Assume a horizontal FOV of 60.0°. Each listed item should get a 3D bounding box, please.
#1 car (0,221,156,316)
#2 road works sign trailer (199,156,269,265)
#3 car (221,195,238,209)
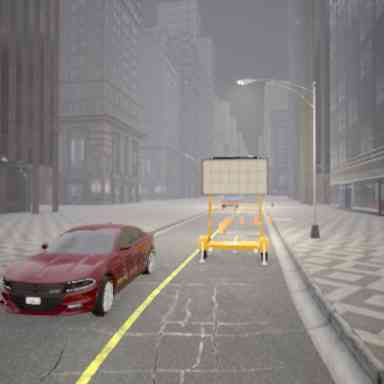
[{"bbox_3d":[-2.247,1.517,7.912,1.882,1.535,5.008,0,0,8],"label":"car"},{"bbox_3d":[1.568,0.519,12.118,2.380,3.560,2.880,0,0,11],"label":"road works sign trailer"},{"bbox_3d":[5.658,1.375,49.708,2.150,2.045,5.566,0,0,11],"label":"car"}]
